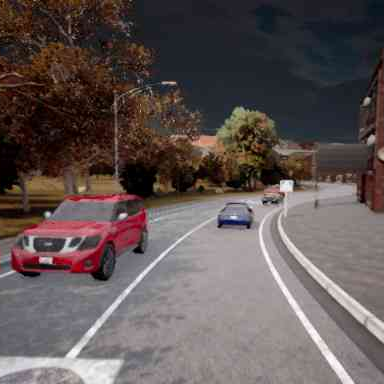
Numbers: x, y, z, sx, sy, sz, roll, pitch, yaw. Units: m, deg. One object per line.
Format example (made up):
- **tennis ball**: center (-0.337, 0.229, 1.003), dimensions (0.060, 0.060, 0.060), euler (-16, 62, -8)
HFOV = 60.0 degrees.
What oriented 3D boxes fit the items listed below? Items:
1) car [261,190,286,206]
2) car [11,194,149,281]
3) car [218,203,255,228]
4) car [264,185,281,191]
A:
- **car**: center (9.852, 0.855, 40.082), dimensions (1.895, 1.301, 4.718), euler (3, 3, 26)
- **car**: center (-2.871, 1.114, 10.028), dimensions (2.150, 2.045, 5.566), euler (1, 1, 7)
- **car**: center (2.788, 1.346, 20.563), dimensions (1.994, 1.385, 4.181), euler (1, 1, 13)
- **car**: center (13.171, -0.068, 52.987), dimensions (2.150, 2.045, 5.566), euler (4, 4, 34)
